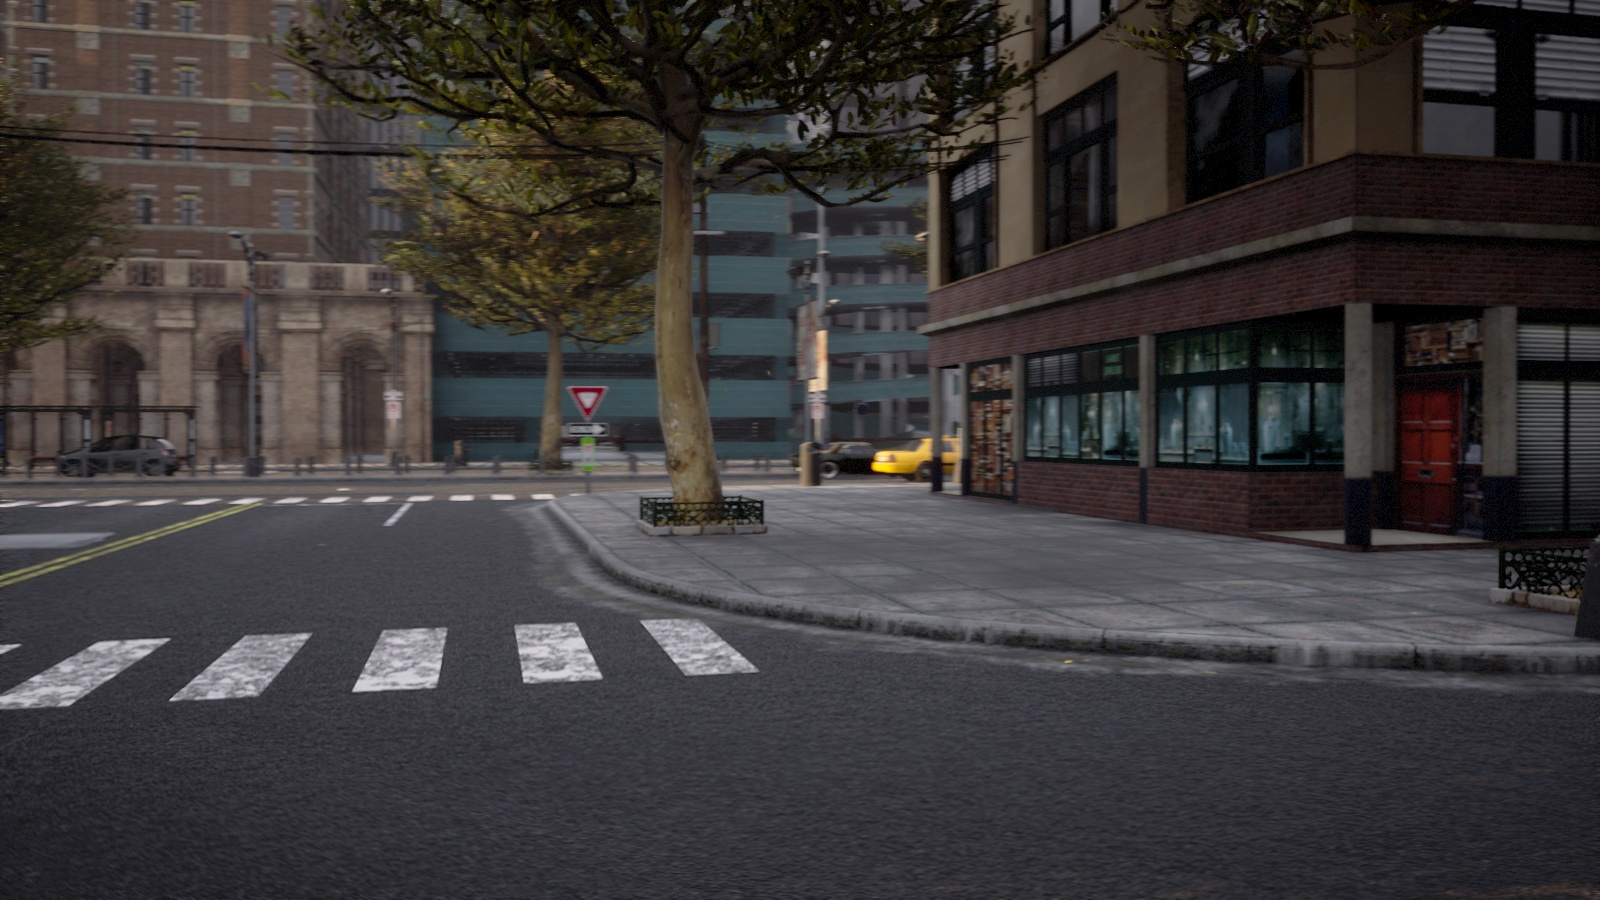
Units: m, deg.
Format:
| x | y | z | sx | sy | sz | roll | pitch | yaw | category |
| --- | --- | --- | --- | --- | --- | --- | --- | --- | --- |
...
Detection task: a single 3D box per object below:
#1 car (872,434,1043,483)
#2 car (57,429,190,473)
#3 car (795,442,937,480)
| x | y | z | sx | sy | sz | roll | pitch | yaw | category |
| --- | --- | --- | --- | --- | --- | --- | --- | --- | --- |
| 5.237 | 0.275 | 41.905 | 5.366 | 1.575 | 1.801 | 0 | 1 | -13 | car |
| -25.063 | 0.030 | 46.646 | 3.988 | 1.617 | 1.851 | 0 | 1 | -13 | car |
| 2.342 | 0.387 | 44.806 | 4.718 | 1.301 | 1.895 | 0 | 1 | -13 | car |
